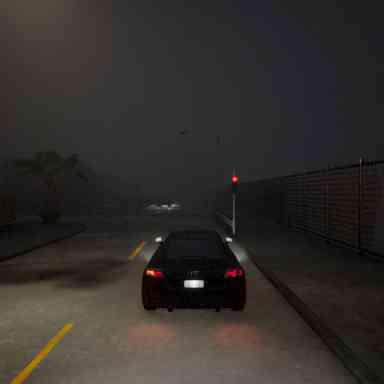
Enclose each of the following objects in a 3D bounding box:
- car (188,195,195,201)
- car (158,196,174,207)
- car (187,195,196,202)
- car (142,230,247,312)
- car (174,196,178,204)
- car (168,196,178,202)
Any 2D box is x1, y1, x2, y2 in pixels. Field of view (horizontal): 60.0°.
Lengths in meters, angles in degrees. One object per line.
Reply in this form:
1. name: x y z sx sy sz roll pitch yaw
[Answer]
1. car: -0.220 1.524 85.755 1.812 1.442 4.674 0 0 0
2. car: -4.224 1.477 51.816 1.882 1.535 5.008 0 0 0
3. car: -0.192 1.524 75.515 1.812 1.442 4.674 0 0 0
4. car: 0.044 1.564 7.785 1.994 1.385 4.181 0 0 0
5. car: -4.215 1.491 62.994 2.128 1.511 4.902 0 0 0
6. car: -4.191 1.539 74.723 2.033 1.411 5.357 0 0 0
